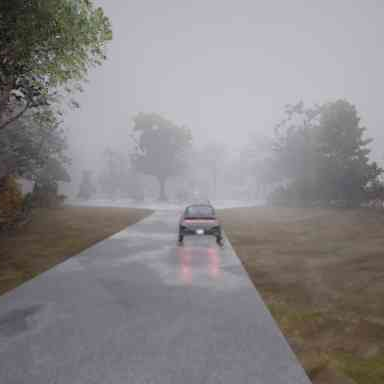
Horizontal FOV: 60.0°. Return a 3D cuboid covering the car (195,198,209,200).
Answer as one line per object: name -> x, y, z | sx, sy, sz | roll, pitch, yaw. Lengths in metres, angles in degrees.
car -> 0.957, 1.267, 32.132 | 2.033, 1.411, 5.357 | 0, 1, 5

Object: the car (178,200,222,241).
car -> 0.374, 1.373, 15.841 | 2.128, 1.511, 4.902 | 0, 1, 1
